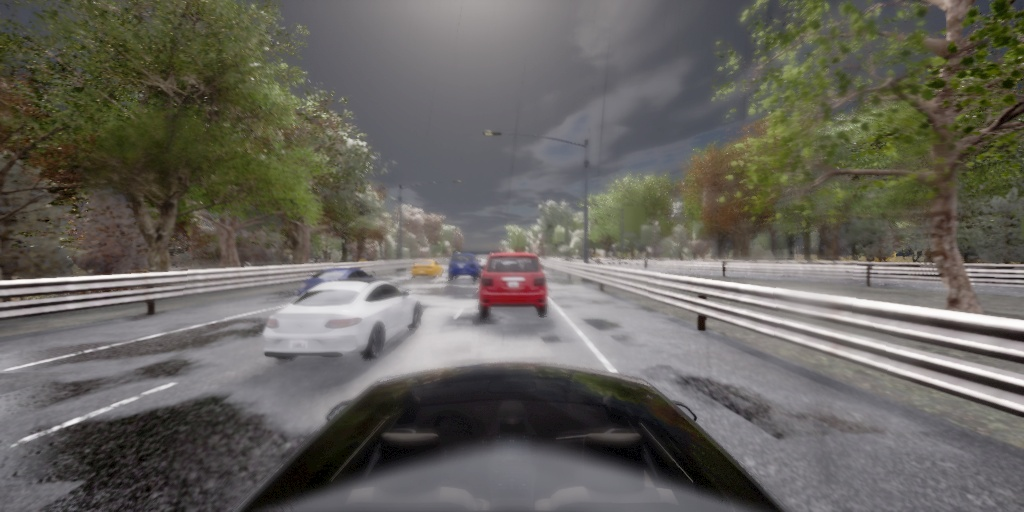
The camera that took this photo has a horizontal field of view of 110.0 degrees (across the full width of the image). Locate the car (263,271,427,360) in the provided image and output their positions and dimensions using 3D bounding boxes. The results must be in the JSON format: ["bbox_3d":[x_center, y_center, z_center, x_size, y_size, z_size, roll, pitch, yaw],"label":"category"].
[{"bbox_3d":[-3.448,1.244,8.103,1.812,1.442,4.674,0,1,0],"label":"car"}]

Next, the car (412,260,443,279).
[{"bbox_3d":[-7.214,1.101,30.981,1.882,1.535,5.008,0,0,-1],"label":"car"}]

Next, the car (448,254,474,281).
[{"bbox_3d":[-3.664,0.854,28.386,2.150,2.045,5.566,0,0,-1],"label":"car"}]

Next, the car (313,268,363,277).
[{"bbox_3d":[-6.981,1.214,15.030,1.812,1.442,4.674,0,0,0],"label":"car"}]

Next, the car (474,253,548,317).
[{"bbox_3d":[0.037,0.916,13.106,2.150,2.045,5.566,0,0,0],"label":"car"}]
